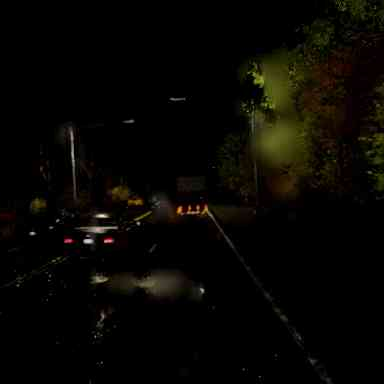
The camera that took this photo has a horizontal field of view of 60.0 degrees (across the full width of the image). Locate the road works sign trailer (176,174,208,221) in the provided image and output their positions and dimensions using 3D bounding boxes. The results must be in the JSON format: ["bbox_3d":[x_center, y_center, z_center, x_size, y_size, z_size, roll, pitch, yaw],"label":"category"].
[{"bbox_3d":[-0.007,0.384,26.641,2.380,3.560,2.880,-3,0,1],"label":"road works sign trailer"}]

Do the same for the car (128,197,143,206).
[{"bbox_3d":[-9.560,1.616,56.114,1.882,1.535,5.008,-3,0,1],"label":"car"}]

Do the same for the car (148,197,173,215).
[{"bbox_3d":[-3.069,1.571,34.605,1.994,1.385,4.181,-3,0,0],"label":"car"}]

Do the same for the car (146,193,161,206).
[{"bbox_3d":[-6.328,1.209,56.030,2.150,2.045,5.566,-3,0,1],"label":"car"}]

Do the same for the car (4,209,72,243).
[{"bbox_3d":[-6.576,1.505,15.719,1.994,1.385,4.181,0,0,0],"label":"car"}]

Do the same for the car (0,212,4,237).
[{"bbox_3d":[-10.057,1.463,14.842,1.882,1.535,5.008,-1,0,0],"label":"car"}]

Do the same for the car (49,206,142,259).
[{"bbox_3d":[-3.093,1.491,12.378,2.033,1.411,5.357,0,0,0],"label":"car"}]
